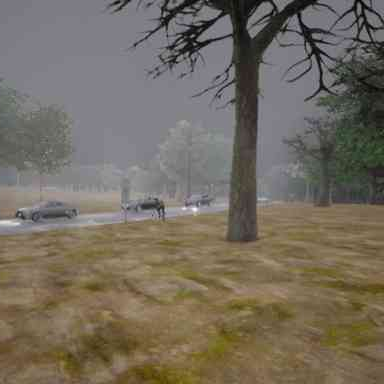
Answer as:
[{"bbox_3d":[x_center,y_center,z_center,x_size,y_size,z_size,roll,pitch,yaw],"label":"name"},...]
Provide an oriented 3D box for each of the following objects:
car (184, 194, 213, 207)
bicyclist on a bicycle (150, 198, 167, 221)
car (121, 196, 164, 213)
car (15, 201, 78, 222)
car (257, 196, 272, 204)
[{"bbox_3d":[0.874,1.041,40.920,1.837,1.490,4.892,1,1,31],"label":"car"},{"bbox_3d":[-2.452,1.277,24.052,1.656,1.620,0.582,0,0,36],"label":"bicyclist on a bicycle"},{"bbox_3d":[-4.677,1.131,32.149,2.128,1.511,4.902,2,2,34],"label":"car"},{"bbox_3d":[-10.453,1.330,24.094,1.994,1.385,4.181,2,2,37],"label":"car"},{"bbox_3d":[12.177,1.268,55.803,1.895,1.301,4.718,1,0,23],"label":"car"}]
